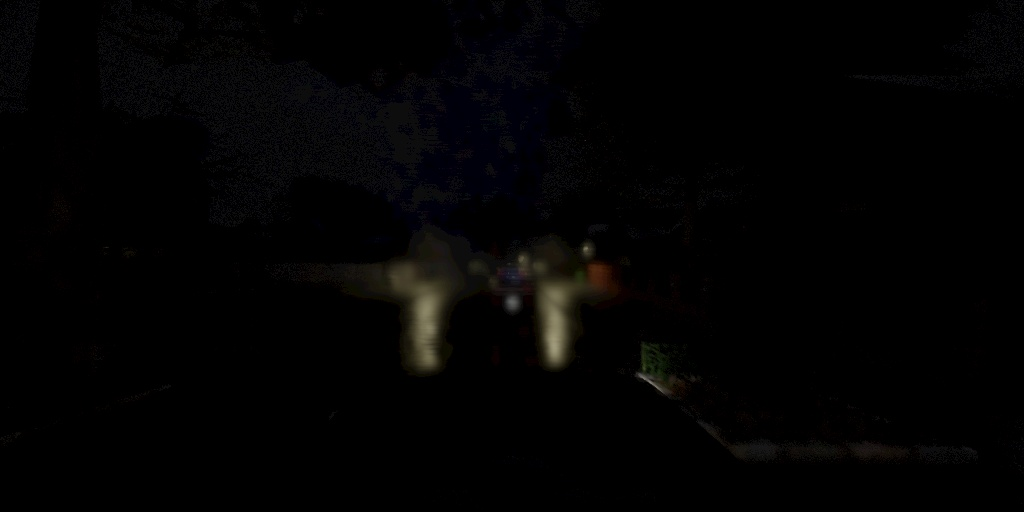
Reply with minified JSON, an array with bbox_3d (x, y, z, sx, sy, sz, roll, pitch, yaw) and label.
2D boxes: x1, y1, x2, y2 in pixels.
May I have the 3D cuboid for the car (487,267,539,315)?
[{"bbox_3d":[0.043,1.371,14.334,2.128,1.511,4.902,0,-1,1],"label":"car"}]

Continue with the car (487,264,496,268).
[{"bbox_3d":[-2.809,1.945,56.148,1.837,1.490,4.892,0,-1,1],"label":"car"}]

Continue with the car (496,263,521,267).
[{"bbox_3d":[0.041,1.394,29.306,2.097,1.767,4.553,0,-1,0],"label":"car"}]
